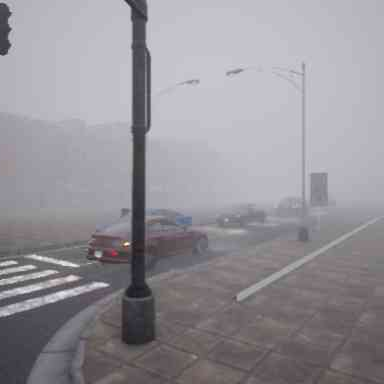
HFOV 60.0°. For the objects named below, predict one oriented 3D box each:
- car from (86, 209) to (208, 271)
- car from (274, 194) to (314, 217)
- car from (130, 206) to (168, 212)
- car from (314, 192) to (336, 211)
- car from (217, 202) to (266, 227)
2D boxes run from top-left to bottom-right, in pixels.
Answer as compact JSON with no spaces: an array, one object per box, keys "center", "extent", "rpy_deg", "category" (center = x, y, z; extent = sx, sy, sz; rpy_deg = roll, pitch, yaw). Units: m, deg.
[{"center":[-1.254,1.492,10.858],"extent":[1.812,1.442,4.674],"rpy_deg":[-1,0,33],"category":"car"},{"center":[9.179,1.231,30.362],"extent":[2.097,1.767,4.553],"rpy_deg":[0,0,35],"category":"car"},{"center":[-1.958,1.426,14.596],"extent":[1.882,1.535,5.008],"rpy_deg":[0,0,35],"category":"car"},{"center":[15.299,1.065,38.980],"extent":[2.150,2.045,5.566],"rpy_deg":[0,0,35],"category":"car"},{"center":[3.432,1.440,22.233],"extent":[1.812,1.442,4.674],"rpy_deg":[0,0,35],"category":"car"}]
